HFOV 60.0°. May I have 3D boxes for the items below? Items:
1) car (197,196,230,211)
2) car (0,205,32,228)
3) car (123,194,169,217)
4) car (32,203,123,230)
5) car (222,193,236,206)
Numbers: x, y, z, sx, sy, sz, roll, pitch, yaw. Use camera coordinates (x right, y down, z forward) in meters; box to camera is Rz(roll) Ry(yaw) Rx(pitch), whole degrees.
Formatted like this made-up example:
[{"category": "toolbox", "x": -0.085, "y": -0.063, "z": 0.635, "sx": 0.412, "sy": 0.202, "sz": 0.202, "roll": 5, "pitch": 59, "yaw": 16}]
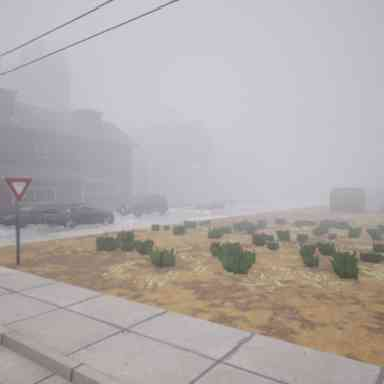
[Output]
[{"category": "car", "x": 2.500, "y": 1.565, "z": 41.962, "sx": 1.812, "sy": 1.442, "sz": 4.674, "roll": 0, "pitch": 0, "yaw": 35}, {"category": "car", "x": -10.637, "y": 1.586, "z": 23.071, "sx": 2.033, "sy": 1.411, "sz": 5.357, "roll": 0, "pitch": 0, "yaw": 35}, {"category": "car", "x": -4.560, "y": 1.261, "z": 31.832, "sx": 2.150, "sy": 2.045, "sz": 5.566, "roll": 0, "pitch": 0, "yaw": 35}, {"category": "car", "x": -7.206, "y": 1.519, "z": 21.439, "sx": 2.128, "sy": 1.511, "sz": 4.902, "roll": 0, "pitch": 0, "yaw": 34}, {"category": "car", "x": 5.868, "y": 1.196, "z": 54.036, "sx": 1.905, "sy": 1.878, "sz": 3.866, "roll": 6, "pitch": 1, "yaw": -8}]
